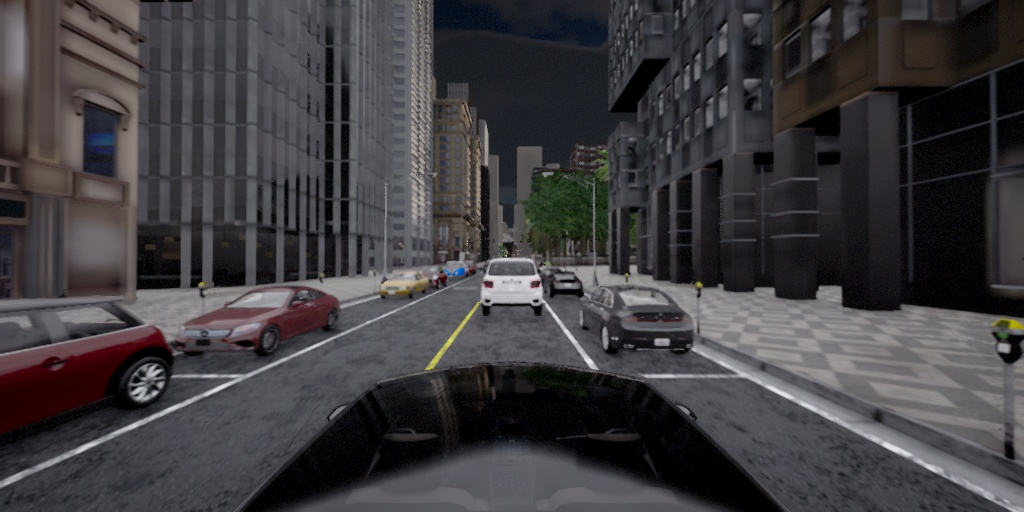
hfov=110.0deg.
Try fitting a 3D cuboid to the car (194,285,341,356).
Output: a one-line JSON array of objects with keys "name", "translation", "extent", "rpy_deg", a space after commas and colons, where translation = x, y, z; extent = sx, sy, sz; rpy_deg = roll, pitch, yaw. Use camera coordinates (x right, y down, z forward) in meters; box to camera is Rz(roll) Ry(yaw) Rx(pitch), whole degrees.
[{"name": "car", "translation": [-5.764, 1.401, 8.782], "extent": [1.802, 1.307, 4.207], "rpy_deg": [0, 0, 0]}]

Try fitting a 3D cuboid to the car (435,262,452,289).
[{"name": "car", "translation": [-5.767, 1.416, 25.245], "extent": [1.967, 1.591, 4.097], "rpy_deg": [0, 0, 0]}]

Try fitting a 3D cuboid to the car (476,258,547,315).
[{"name": "car", "translation": [0.007, 1.098, 14.417], "extent": [2.150, 2.045, 5.566], "rpy_deg": [0, 0, 0]}]

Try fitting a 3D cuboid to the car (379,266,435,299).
[{"name": "car", "translation": [-5.766, 1.450, 19.588], "extent": [1.751, 1.417, 4.829], "rpy_deg": [0, 0, 0]}]

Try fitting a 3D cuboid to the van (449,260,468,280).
[{"name": "van", "translation": [-5.770, 1.422, 36.220], "extent": [1.690, 1.789, 3.998], "rpy_deg": [0, 0, 0]}]

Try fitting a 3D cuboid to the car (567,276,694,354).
[{"name": "car", "translation": [2.762, 1.370, 8.776], "extent": [2.007, 1.370, 4.403], "rpy_deg": [0, 0, 0]}]

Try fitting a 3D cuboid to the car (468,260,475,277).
[{"name": "car", "translation": [-5.771, 1.573, 41.707], "extent": [1.967, 1.591, 4.097], "rpy_deg": [0, 0, 0]}]

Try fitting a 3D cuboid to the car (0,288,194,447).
[{"name": "car", "translation": [-5.762, 1.205, 3.294], "extent": [1.967, 1.591, 4.097], "rpy_deg": [0, 0, 0]}]

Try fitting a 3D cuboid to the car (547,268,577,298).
[{"name": "car", "translation": [2.759, 1.490, 19.749], "extent": [1.948, 1.339, 4.313], "rpy_deg": [0, 0, 0]}]

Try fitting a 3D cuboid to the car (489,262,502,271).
[{"name": "car", "translation": [-3.035, 1.844, 65.391], "extent": [2.128, 1.511, 4.902], "rpy_deg": [0, -1, 0]}]
